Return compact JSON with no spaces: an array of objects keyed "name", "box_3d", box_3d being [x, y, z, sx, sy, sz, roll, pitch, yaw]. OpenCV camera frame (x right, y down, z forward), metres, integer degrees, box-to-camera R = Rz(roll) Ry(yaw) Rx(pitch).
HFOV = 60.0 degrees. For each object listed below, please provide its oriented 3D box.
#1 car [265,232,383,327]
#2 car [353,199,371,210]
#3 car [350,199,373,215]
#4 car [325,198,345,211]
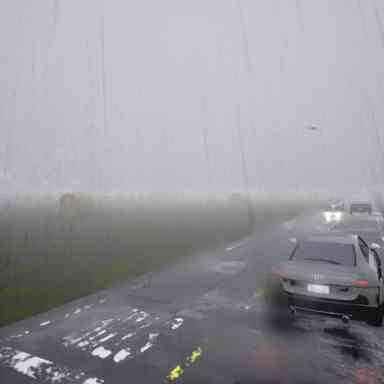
[{"name":"car","box_3d":[3.018,1.562,7.247,1.994,1.385,4.181,0,0,28]},{"name":"car","box_3d":[22.011,1.558,43.022,1.895,1.301,4.718,0,0,28]},{"name":"car","box_3d":[17.130,1.455,33.730,1.882,1.535,5.008,0,0,28]},{"name":"car","box_3d":[17.092,1.460,39.626,2.128,1.511,4.902,0,0,28]}]
